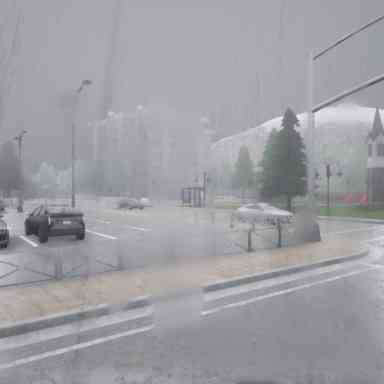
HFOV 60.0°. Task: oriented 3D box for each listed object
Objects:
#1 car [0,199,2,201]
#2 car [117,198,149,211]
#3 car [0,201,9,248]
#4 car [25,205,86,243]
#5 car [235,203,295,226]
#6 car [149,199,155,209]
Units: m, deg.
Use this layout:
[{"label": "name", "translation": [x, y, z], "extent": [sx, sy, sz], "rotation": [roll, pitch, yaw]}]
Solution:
[{"label": "car", "translation": [-21.592, 1.374, 36.423], "extent": [1.845, 1.501, 3.633], "rotation": [0, 0, -36]}, {"label": "car", "translation": [-7.628, 1.507, 40.882], "extent": [1.837, 1.490, 4.892], "rotation": [0, -1, -36]}, {"label": "car", "translation": [-8.870, 1.331, 13.436], "extent": [2.152, 1.636, 5.027], "rotation": [0, 0, -36]}, {"label": "car", "translation": [-6.356, 1.340, 15.313], "extent": [2.007, 1.523, 4.514], "rotation": [0, 0, -36]}, {"label": "car", "translation": [5.049, 1.526, 23.645], "extent": [1.812, 1.442, 4.674], "rotation": [0, 0, -36]}, {"label": "car", "translation": [-6.816, 1.526, 45.805], "extent": [1.812, 1.442, 4.674], "rotation": [0, 0, -36]}]
